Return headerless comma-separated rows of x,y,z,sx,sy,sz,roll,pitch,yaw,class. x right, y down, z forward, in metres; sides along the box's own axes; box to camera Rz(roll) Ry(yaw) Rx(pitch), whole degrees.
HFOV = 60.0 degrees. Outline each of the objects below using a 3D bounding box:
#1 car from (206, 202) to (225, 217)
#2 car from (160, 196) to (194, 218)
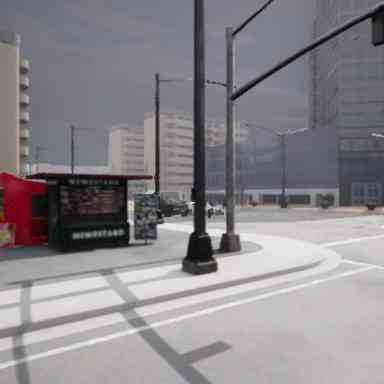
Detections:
1.337,1.715,33.505,1.812,1.442,4.674,0,-1,-36,car
-2.482,1.441,32.799,2.150,2.045,5.566,0,-1,-36,car
